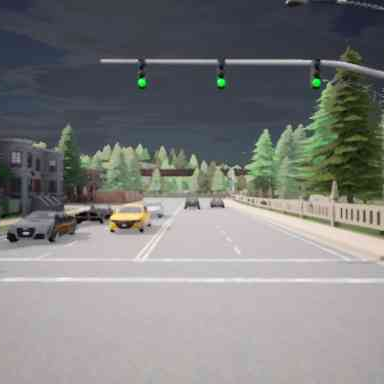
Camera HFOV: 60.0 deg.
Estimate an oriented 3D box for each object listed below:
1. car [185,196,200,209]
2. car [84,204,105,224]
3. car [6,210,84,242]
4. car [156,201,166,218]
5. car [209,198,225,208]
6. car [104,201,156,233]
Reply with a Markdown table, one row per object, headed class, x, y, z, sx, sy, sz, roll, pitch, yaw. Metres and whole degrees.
| class | x | y | z | sx | sy | sz | roll | pitch | yaw |
| --- | --- | --- | --- | --- | --- | --- | --- | --- | --- |
| car | 0.059 | 1.384 | 46.044 | 2.097 | 1.767 | 4.553 | 0 | 0 | 1 |
| car | -7.078 | 1.618 | 24.931 | 1.895 | 1.301 | 4.718 | 0 | 0 | 0 |
| car | -7.092 | 1.575 | 16.178 | 1.994 | 1.385 | 4.181 | 0 | 0 | 0 |
| car | -3.551 | 1.547 | 30.316 | 1.812 | 1.442 | 4.674 | 0 | 0 | 1 |
| car | 3.615 | 1.599 | 48.338 | 1.994 | 1.385 | 4.181 | 0 | 0 | 0 |
| car | -3.588 | 1.492 | 20.150 | 1.882 | 1.535 | 5.008 | 0 | 0 | 0 |
